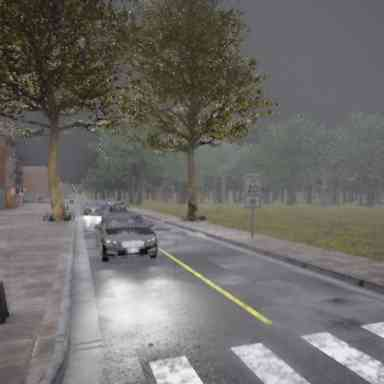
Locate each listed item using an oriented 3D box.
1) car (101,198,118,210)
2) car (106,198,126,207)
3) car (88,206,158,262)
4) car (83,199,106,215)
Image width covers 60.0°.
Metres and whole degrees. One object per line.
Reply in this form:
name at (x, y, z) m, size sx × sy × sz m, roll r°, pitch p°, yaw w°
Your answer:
car at (-12.478, 1.744, 49.916) m, size 2.097 × 1.767 × 4.553 m, roll 0°, pitch -1°, yaw -19°
car at (-9.116, 1.771, 40.330) m, size 2.128 × 1.511 × 4.902 m, roll 0°, pitch 0°, yaw -18°
car at (-2.585, 1.527, 12.475) m, size 2.128 × 1.511 × 4.902 m, roll 0°, pitch 0°, yaw -19°
car at (-11.315, 1.775, 37.932) m, size 2.128 × 1.511 × 4.902 m, roll 0°, pitch -1°, yaw -19°
